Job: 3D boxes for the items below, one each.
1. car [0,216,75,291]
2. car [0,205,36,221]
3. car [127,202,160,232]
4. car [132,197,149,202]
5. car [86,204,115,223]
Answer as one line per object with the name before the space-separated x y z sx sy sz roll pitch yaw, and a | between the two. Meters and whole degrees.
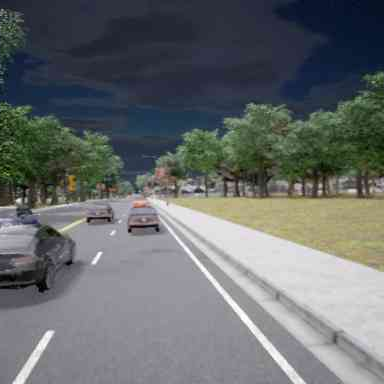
car | -4.417 1.597 8.887 1.812 1.442 4.674 -1 0 -9
car | -9.085 1.509 16.186 2.097 1.767 4.553 -1 0 -9
car | -2.975 1.562 20.339 2.033 1.411 5.357 -1 0 -9
car | -6.464 1.409 42.057 2.097 1.767 4.553 -1 0 -9
car | -7.290 1.644 26.785 2.033 1.411 5.357 -1 0 -9
